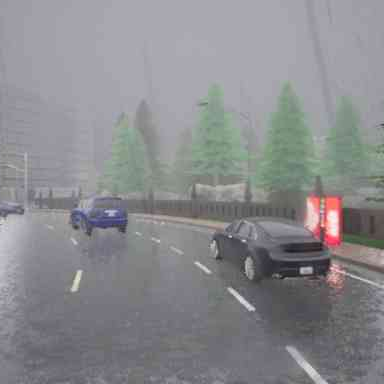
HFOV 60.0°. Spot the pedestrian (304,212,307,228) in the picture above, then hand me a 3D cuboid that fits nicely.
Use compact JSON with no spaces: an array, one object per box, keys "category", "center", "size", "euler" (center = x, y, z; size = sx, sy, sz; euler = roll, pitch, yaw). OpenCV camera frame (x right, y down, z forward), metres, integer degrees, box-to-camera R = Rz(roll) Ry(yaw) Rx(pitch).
[{"category":"pedestrian","center":[4.850,1.373,13.852],"size":[0.375,1.300,0.375],"euler":[0,0,-18]}]

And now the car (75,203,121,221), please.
[{"category":"car","center":[-8.138,1.653,28.432],"size":[1.895,1.301,4.718],"euler":[0,0,-42]}]

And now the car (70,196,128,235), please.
[{"category":"car","center":[-5.572,1.269,19.559],"size":[2.150,2.045,5.566],"euler":[0,0,-31]}]

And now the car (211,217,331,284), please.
[{"category":"car","center":[1.956,1.483,9.664],"size":[1.837,1.490,4.892],"euler":[0,0,-13]}]

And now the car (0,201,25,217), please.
[{"category":"car","center":[-18.544,1.675,33.044],"size":[4.674,1.442,1.812],"euler":[-1,-1,32]}]

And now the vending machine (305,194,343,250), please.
[{"category":"vending machine","center":[5.223,1.145,13.196],"size":[1.100,2.100,0.880],"euler":[0,0,-18]}]
